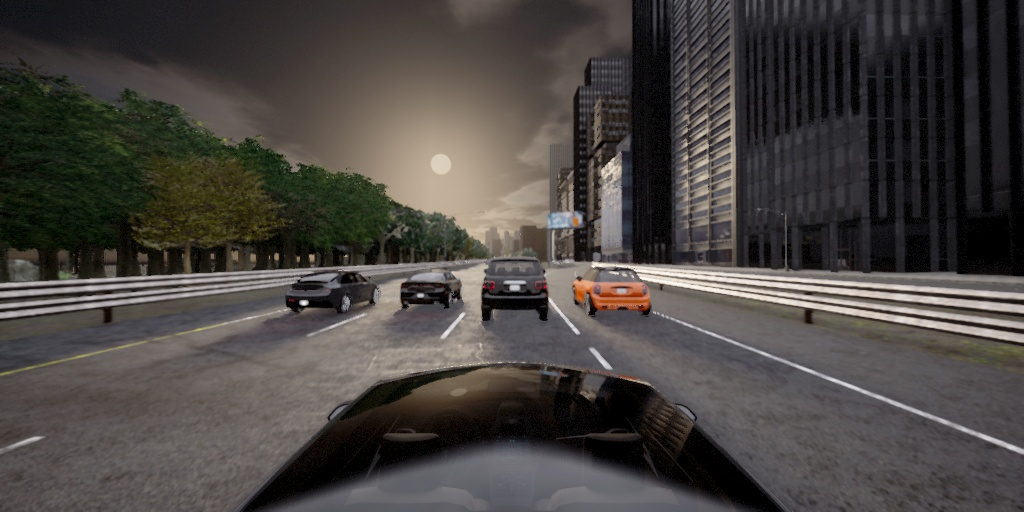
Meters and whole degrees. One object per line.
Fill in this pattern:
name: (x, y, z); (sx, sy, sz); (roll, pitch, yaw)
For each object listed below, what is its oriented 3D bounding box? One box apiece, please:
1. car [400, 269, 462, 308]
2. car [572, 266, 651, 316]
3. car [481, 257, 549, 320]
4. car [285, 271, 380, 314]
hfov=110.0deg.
car: (-3.391, 1.331, 15.799); (1.882, 1.535, 5.008); (0, 0, 0)
car: (3.653, 1.192, 13.962); (2.097, 1.767, 4.553); (0, 0, 1)
car: (0.101, 1.055, 13.248); (2.150, 2.045, 5.566); (0, -1, 0)
car: (-6.890, 1.336, 14.328); (1.837, 1.490, 4.892); (1, -1, 0)
